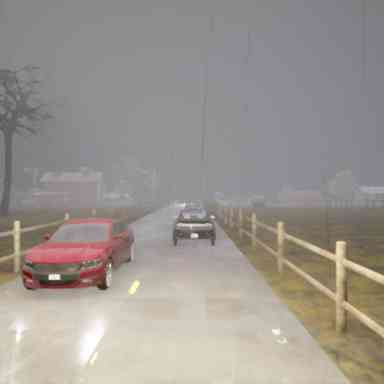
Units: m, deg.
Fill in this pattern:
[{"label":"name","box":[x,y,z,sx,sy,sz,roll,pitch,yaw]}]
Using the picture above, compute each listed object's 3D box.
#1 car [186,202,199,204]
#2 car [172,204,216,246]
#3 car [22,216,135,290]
[{"label":"car","box":[0.095,1.714,34.872,2.033,1.411,5.357,0,0,0]},{"label":"car","box":[0.097,1.550,15.697,2.128,1.511,4.902,0,0,0]},{"label":"car","box":[-2.849,1.509,9.379,1.882,1.535,5.008,0,0,0]}]
